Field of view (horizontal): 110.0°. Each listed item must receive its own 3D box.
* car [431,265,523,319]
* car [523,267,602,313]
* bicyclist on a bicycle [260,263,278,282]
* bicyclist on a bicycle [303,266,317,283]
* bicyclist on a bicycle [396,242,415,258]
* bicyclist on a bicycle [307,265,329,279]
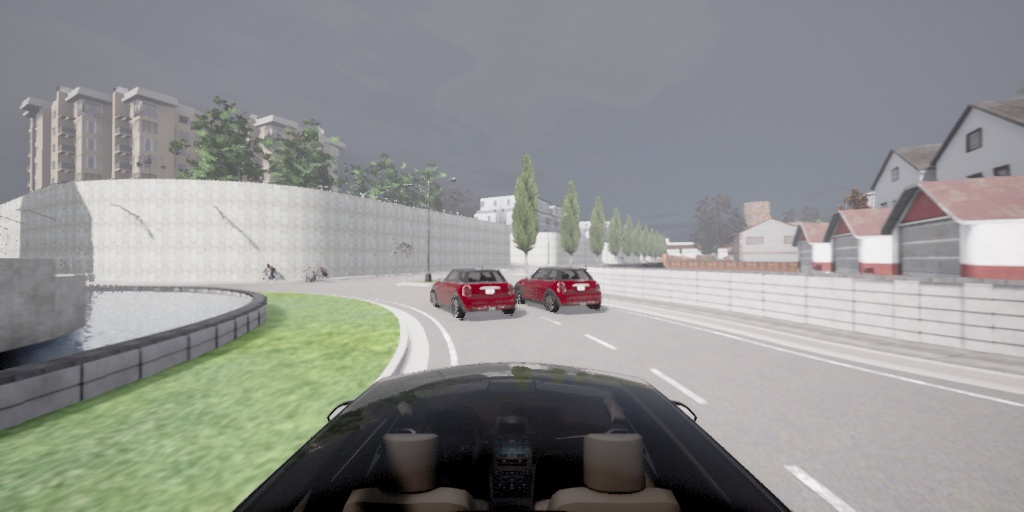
[{"bbox_3d":[-1.643,1.214,13.732,2.097,1.767,4.553,0,-1,-26],"label":"car"},{"bbox_3d":[1.760,1.225,15.105,2.097,1.767,4.553,0,-1,-21],"label":"car"},{"bbox_3d":[-20.888,1.426,30.873,0.582,1.620,1.656,14,11,19],"label":"bicyclist on a bicycle"},{"bbox_3d":[-17.461,1.808,31.045,0.582,1.620,1.656,-13,-37,25],"label":"bicyclist on a bicycle"},{"bbox_3d":[-9.507,-0.644,31.990,1.620,1.656,0.582,18,-31,-24],"label":"bicyclist on a bicycle"},{"bbox_3d":[-15.538,1.300,29.309,1.620,1.656,0.582,2,46,53],"label":"bicyclist on a bicycle"}]
